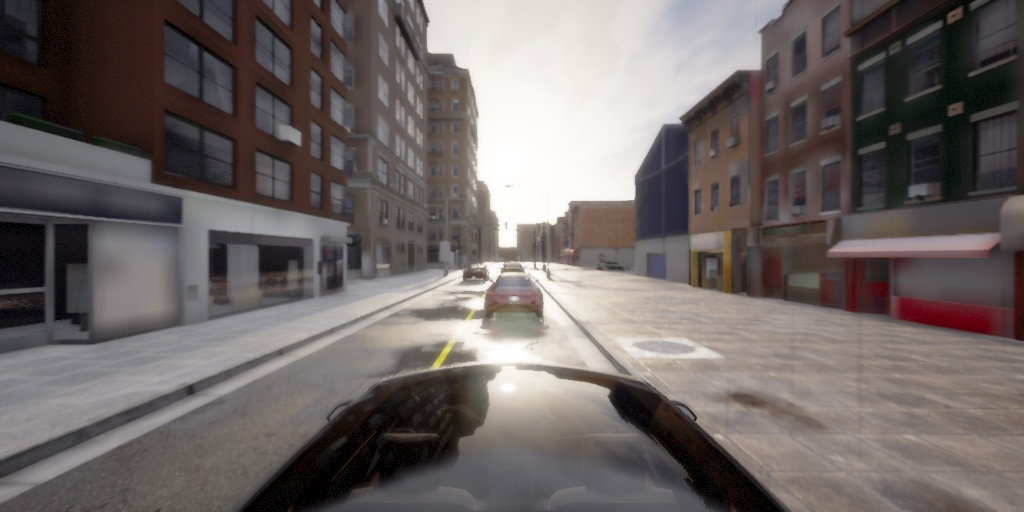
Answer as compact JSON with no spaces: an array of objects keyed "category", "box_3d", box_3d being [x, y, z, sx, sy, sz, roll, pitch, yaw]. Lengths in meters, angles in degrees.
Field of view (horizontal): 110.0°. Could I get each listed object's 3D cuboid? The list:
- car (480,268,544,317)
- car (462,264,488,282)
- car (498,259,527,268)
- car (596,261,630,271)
[{"category":"car","box_3d":[0.077,1.299,13.163,1.994,1.385,4.181,0,0,0]},{"category":"car","box_3d":[-2.845,1.313,28.997,1.895,1.301,4.718,0,0,0]},{"category":"car","box_3d":[0.068,1.219,27.398,1.837,1.490,4.892,0,0,0]},{"category":"car","box_3d":[13.192,1.384,46.985,4.313,1.339,1.948,0,0,0]}]
